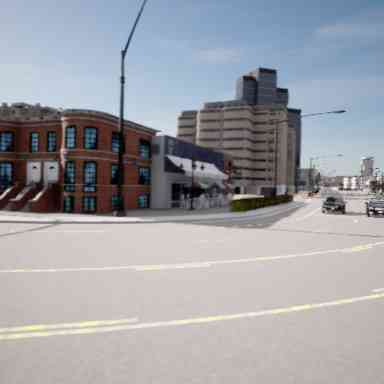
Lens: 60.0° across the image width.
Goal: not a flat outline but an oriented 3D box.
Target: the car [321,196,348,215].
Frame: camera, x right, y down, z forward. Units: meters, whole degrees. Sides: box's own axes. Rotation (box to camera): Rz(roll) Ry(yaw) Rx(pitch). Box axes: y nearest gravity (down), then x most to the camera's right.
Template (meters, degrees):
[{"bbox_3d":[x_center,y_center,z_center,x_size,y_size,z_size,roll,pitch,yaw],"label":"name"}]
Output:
[{"bbox_3d":[13.080,1.179,30.505,1.837,1.490,4.892,2,1,26],"label":"car"}]

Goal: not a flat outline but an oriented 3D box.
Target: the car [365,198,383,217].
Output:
[{"bbox_3d":[15.812,1.275,28.139,2.128,1.511,4.902,2,1,26],"label":"car"}]
